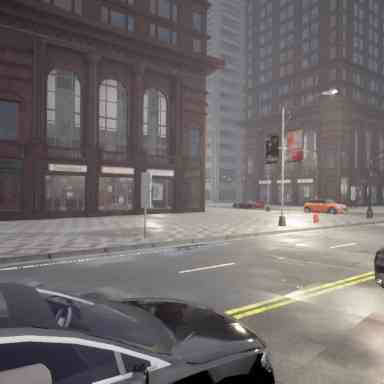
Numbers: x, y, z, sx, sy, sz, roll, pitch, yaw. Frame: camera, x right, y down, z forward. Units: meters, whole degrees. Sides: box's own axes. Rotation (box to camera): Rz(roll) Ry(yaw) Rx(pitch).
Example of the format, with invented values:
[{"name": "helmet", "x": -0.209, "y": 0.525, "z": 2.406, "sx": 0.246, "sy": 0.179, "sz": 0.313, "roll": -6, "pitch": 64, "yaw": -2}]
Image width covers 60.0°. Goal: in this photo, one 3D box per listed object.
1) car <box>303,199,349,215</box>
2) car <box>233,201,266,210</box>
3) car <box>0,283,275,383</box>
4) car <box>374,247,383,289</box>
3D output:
[{"name": "car", "x": 14.380, "y": 1.523, "z": 35.802, "sx": 2.097, "sy": 1.767, "sz": 4.553, "roll": 1, "pitch": -1, "yaw": -35}, {"name": "car", "x": 7.782, "y": 1.824, "z": 45.087, "sx": 1.895, "sy": 1.301, "sz": 4.718, "roll": 1, "pitch": -1, "yaw": -35}, {"name": "car", "x": -1.456, "y": 1.492, "z": 2.400, "sx": 4.902, "sy": 1.511, "sz": 2.128, "roll": 0, "pitch": 0, "yaw": -35}, {"name": "car", "x": 6.162, "y": 1.516, "z": 7.819, "sx": 4.892, "sy": 1.490, "sz": 1.837, "roll": 0, "pitch": 0, "yaw": -35}]
